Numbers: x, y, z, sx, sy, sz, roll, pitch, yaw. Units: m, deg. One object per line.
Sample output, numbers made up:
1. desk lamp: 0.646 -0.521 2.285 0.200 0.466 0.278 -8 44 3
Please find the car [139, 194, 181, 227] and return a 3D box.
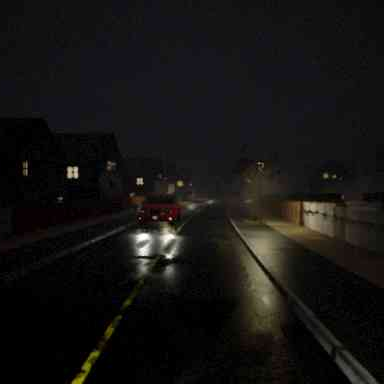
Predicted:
1. car: -2.023 1.150 22.472 2.150 2.045 5.566 0 0 4
